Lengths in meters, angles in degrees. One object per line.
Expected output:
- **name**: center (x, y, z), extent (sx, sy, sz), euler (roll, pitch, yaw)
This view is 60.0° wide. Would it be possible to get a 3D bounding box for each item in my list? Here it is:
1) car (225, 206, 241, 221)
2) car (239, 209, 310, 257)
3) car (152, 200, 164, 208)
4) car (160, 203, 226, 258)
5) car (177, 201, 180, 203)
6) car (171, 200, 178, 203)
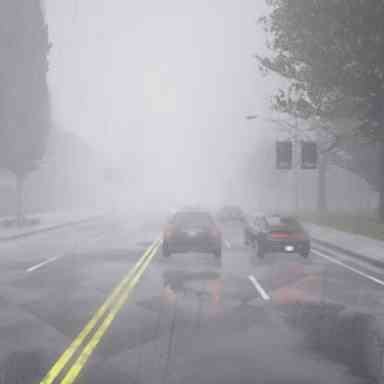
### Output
- **car**: center (3.259, 1.826, 27.540), extent (2.033, 1.411, 5.357), euler (0, -1, 0)
- **car**: center (3.271, 1.635, 13.524), extent (1.837, 1.490, 4.892), euler (0, 0, 0)
- **car**: center (-6.522, 2.297, 64.563), extent (1.837, 1.490, 4.892), euler (0, -1, 1)
- **car**: center (0.021, 1.478, 13.429), extent (2.097, 1.767, 4.553), euler (0, -1, 0)
- **car**: center (0.022, 1.783, 28.529), extent (2.128, 1.511, 4.902), euler (0, -1, 0)
- **car**: center (-3.264, 2.341, 64.565), extent (2.033, 1.411, 5.357), euler (0, -1, 1)
